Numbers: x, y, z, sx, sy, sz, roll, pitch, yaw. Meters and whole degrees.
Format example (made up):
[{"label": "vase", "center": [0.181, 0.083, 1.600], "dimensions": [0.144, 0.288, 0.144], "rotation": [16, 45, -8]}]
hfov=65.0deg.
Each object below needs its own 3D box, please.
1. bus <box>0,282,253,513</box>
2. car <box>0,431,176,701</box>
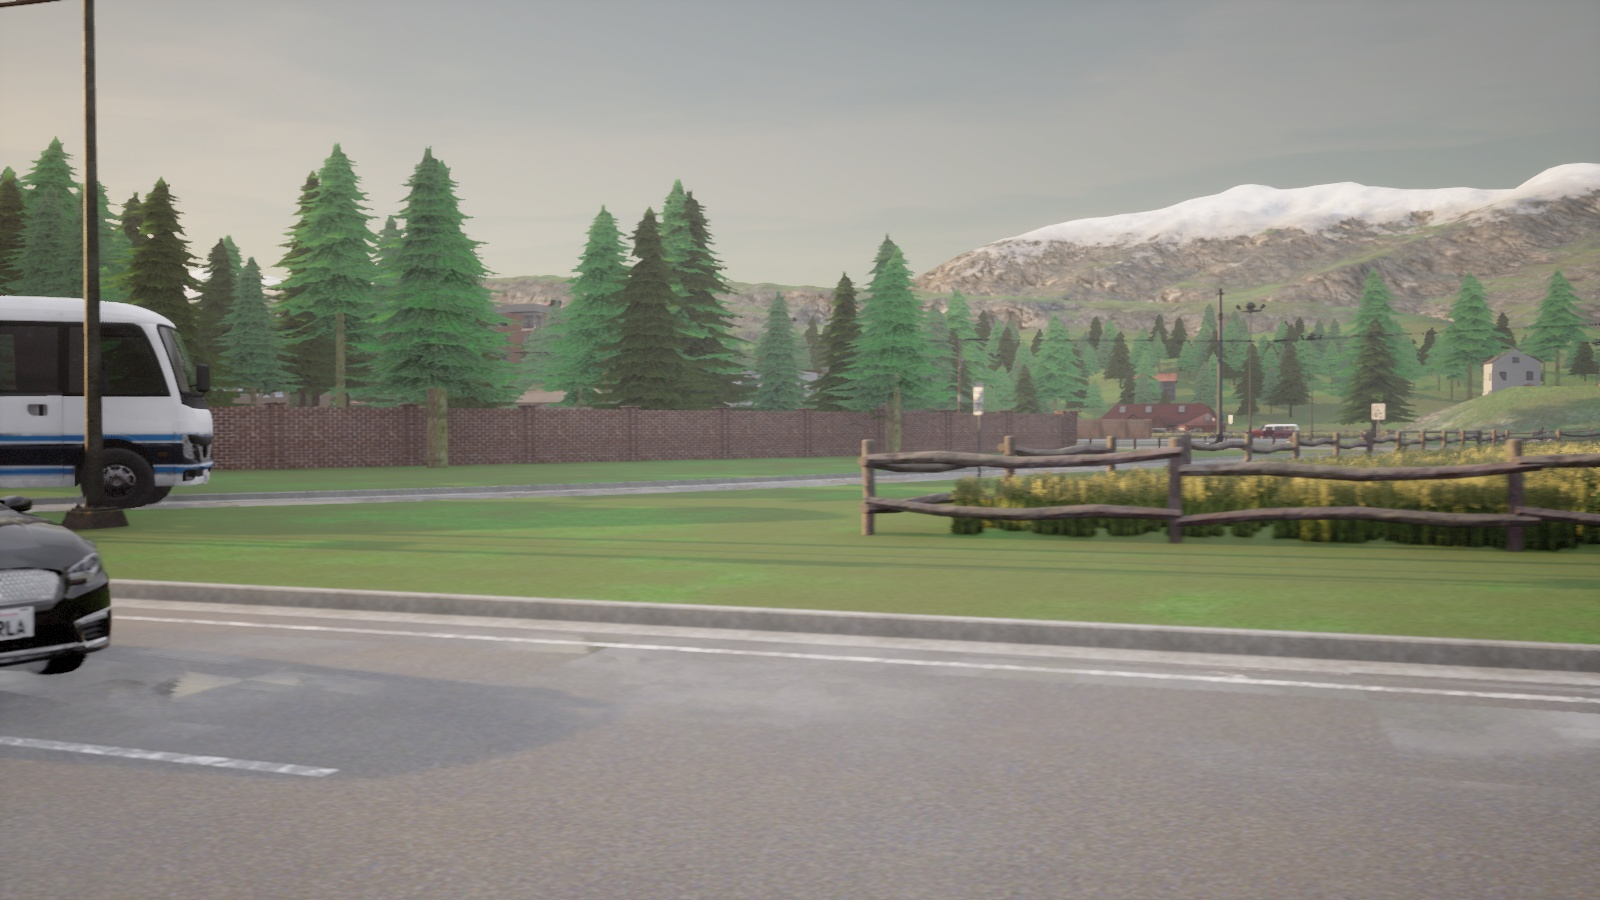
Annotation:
[{"label": "bus", "center": [-16.488, -1.006, 24.613], "dimensions": [10.273, 4.253, 3.944], "rotation": [0, 1, -19]}, {"label": "car", "center": [-6.561, 0.627, 8.297], "dimensions": [4.902, 1.511, 2.128], "rotation": [1, 1, 32]}]
